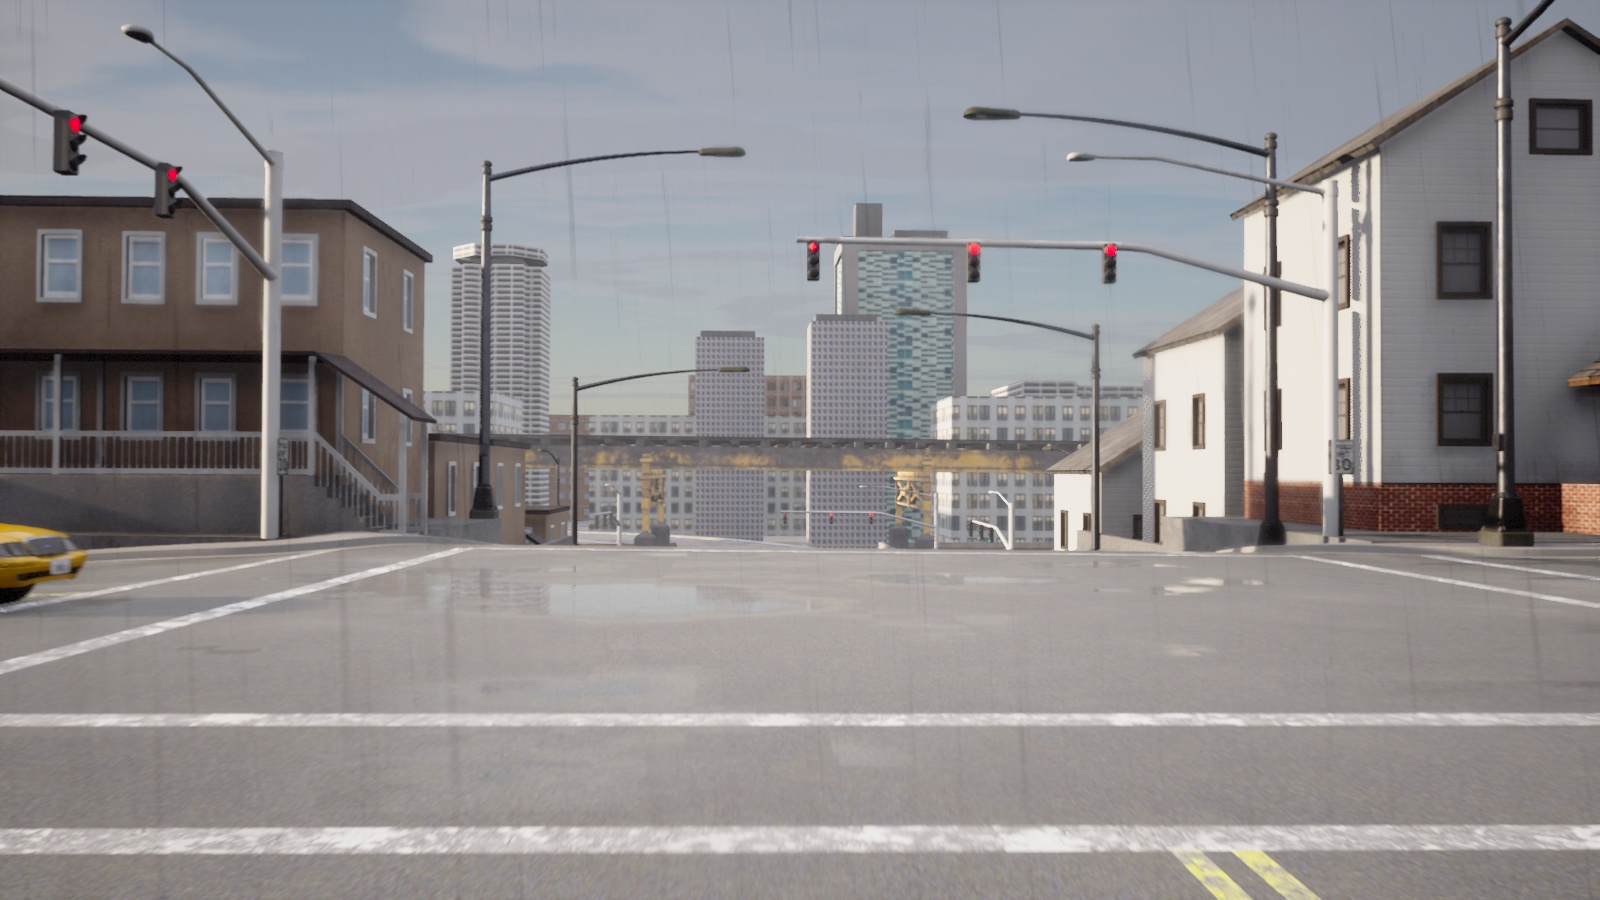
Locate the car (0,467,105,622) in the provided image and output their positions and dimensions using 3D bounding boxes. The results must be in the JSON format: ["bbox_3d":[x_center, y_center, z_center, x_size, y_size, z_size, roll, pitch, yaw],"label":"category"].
[{"bbox_3d":[-10.795,1.089,13.690,5.366,1.575,1.801,-2,-1,-1],"label":"car"}]
